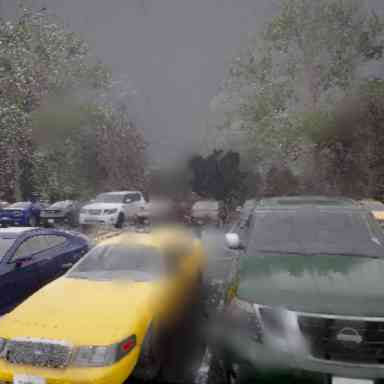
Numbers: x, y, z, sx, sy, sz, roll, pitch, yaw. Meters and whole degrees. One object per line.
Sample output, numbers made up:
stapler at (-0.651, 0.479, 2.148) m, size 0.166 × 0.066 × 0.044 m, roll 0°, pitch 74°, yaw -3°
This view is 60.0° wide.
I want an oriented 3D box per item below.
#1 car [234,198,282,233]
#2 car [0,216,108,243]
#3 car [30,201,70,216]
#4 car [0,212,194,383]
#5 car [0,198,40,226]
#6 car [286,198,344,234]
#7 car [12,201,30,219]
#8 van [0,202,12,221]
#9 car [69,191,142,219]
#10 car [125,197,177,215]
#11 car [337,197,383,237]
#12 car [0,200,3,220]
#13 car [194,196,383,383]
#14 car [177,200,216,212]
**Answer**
car at (3.630, 1.163, 18.303) m, size 2.231 × 1.521 × 4.892 m, roll -1°, pitch 1°, yaw 12°
car at (-3.673, 1.469, 6.462) m, size 2.002 × 1.452 × 4.674 m, roll -1°, pitch 1°, yaw 12°
car at (-7.241, 1.264, 20.555) m, size 2.231 × 1.521 × 4.892 m, roll -1°, pitch 1°, yaw 12°
car at (-0.967, 1.404, 5.706) m, size 1.946 × 1.575 × 5.366 m, roll -1°, pitch 1°, yaw 12°
car at (-12.640, 1.299, 21.874) m, size 1.946 × 1.575 × 5.366 m, roll 0°, pitch 1°, yaw 12°
car at (6.352, 1.166, 17.759) m, size 2.163 × 1.488 × 4.792 m, roll -1°, pitch 1°, yaw 12°
car at (-9.960, 1.285, 21.122) m, size 2.097 × 1.535 × 5.008 m, roll 0°, pitch 1°, yaw 12°
van at (-6.397, 1.226, 7.142) m, size 1.878 × 1.987 × 4.442 m, roll -1°, pitch 1°, yaw 12°
car at (-4.533, 0.986, 19.963) m, size 2.435 × 2.045 × 5.566 m, roll -1°, pitch 1°, yaw 12°
car at (-1.805, 1.212, 19.434) m, size 2.097 × 1.535 × 5.008 m, roll -1°, pitch 1°, yaw 12°
car at (9.024, 1.112, 16.983) m, size 1.946 × 1.575 × 5.366 m, roll -1°, pitch 1°, yaw 12°
car at (-15.397, 1.355, 22.230) m, size 2.163 × 1.488 × 4.792 m, roll 0°, pitch 1°, yaw 12°
car at (1.806, 1.127, 5.284) m, size 2.435 × 2.045 × 5.566 m, roll -1°, pitch 1°, yaw 12°
car at (0.912, 1.187, 18.868) m, size 2.097 × 1.535 × 5.008 m, roll -1°, pitch 1°, yaw 12°
